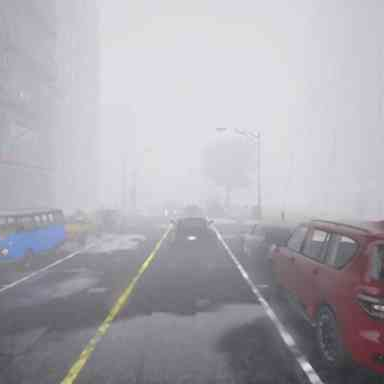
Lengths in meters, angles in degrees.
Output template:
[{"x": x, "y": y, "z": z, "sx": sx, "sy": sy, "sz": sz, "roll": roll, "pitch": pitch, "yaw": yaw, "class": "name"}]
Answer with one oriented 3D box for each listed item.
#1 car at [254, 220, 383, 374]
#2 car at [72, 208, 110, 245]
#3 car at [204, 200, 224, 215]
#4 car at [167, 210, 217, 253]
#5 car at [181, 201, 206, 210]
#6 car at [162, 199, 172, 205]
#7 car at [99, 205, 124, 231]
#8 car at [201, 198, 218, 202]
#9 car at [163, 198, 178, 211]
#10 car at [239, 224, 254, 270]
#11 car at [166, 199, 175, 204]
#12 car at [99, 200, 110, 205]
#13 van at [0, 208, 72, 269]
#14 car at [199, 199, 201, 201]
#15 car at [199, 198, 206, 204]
[{"x": 2.692, "y": 1.369, "z": 5.665, "sx": 2.192, "sy": 1.841, "sz": 5.009, "roll": 0, "pitch": -1, "yaw": 0, "class": "car"}, {"x": -5.691, "y": 1.684, "z": 16.536, "sx": 1.752, "sy": 1.417, "sz": 4.829, "roll": 0, "pitch": -1, "yaw": 0, "class": "car"}, {"x": 2.686, "y": 1.949, "z": 38.797, "sx": 1.947, "sy": 1.339, "sz": 4.313, "roll": 0, "pitch": -1, "yaw": 0, "class": "car"}, {"x": 0.004, "y": 1.701, "z": 14.334, "sx": 1.994, "sy": 1.385, "sz": 4.181, "roll": 0, "pitch": -1, "yaw": 0, "class": "car"}, {"x": 0.001, "y": 1.813, "z": 29.393, "sx": 1.812, "sy": 1.442, "sz": 4.674, "roll": 0, "pitch": 0, "yaw": 0, "class": "car"}, {"x": -5.701, "y": 2.336, "z": 76.705, "sx": 2.008, "sy": 1.369, "sz": 4.403, "roll": 0, "pitch": -1, "yaw": 0, "class": "car"}, {"x": -5.692, "y": 1.781, "z": 22.228, "sx": 1.947, "sy": 1.339, "sz": 4.313, "roll": 0, "pitch": -1, "yaw": 0, "class": "car"}, {"x": 2.685, "y": 1.755, "z": 44.323, "sx": 2.192, "sy": 1.841, "sz": 5.009, "roll": 0, "pitch": -1, "yaw": 0, "class": "car"}, {"x": -3.009, "y": 2.043, "z": 49.750, "sx": 2.033, "sy": 1.411, "sz": 5.357, "roll": 0, "pitch": -1, "yaw": 0, "class": "car"}, {"x": 2.691, "y": 1.673, "z": 11.184, "sx": 1.947, "sy": 1.339, "sz": 4.313, "roll": 0, "pitch": -1, "yaw": 0, "class": "car"}, {"x": -5.704, "y": 2.460, "z": 87.770, "sx": 2.008, "sy": 1.369, "sz": 4.403, "roll": 0, "pitch": -1, "yaw": 0, "class": "car"}, {"x": -16.435, "y": 1.915, "z": 57.301, "sx": 4.403, "sy": 1.369, "sz": 2.008, "roll": 1, "pitch": -1, "yaw": -1, "class": "car"}, {"x": -5.689, "y": 1.448, "z": 11.185, "sx": 1.690, "sy": 1.788, "sz": 3.998, "roll": 0, "pitch": -1, "yaw": 0, "class": "van"}, {"x": 2.679, "y": 2.330, "z": 76.706, "sx": 1.887, "sy": 1.381, "sz": 4.507, "roll": 0, "pitch": -1, "yaw": 0, "class": "car"}, {"x": 2.676, "y": 2.437, "z": 87.941, "sx": 1.752, "sy": 1.417, "sz": 4.829, "roll": 0, "pitch": -1, "yaw": 0, "class": "car"}]
